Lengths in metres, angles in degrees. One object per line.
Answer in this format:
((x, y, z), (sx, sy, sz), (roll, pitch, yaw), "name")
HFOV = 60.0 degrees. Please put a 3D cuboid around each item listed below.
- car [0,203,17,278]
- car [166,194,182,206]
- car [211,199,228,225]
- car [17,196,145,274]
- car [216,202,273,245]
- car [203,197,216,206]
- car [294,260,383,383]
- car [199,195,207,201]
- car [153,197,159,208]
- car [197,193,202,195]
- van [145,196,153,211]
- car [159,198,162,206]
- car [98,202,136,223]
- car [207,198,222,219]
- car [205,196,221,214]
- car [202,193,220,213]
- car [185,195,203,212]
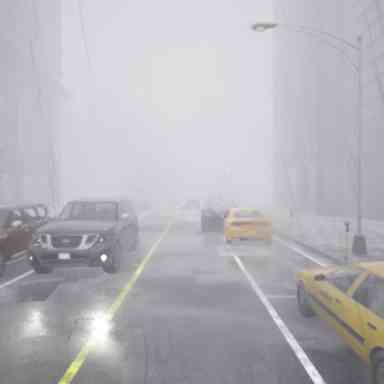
((-5.765, 1.300, 9.826), (2.192, 1.841, 5.009), (0, 0, 0), "car")
((-2.990, 1.531, 53.999), (2.033, 1.411, 5.357), (0, 0, 0), "car")
((2.763, 1.510, 26.091), (1.887, 1.381, 4.507), (0, 0, 0), "car")
((-3.099, 1.205, 10.838), (2.150, 2.045, 5.566), (0, 0, 0), "car")
((2.363, 1.455, 15.515), (1.882, 1.535, 5.008), (0, 0, 0), "car")
((2.769, 1.498, 53.216), (1.947, 1.339, 4.313), (0, 0, 0), "car")
((2.760, 1.518, 4.560), (1.752, 1.417, 4.829), (0, 0, 0), "car")
((2.775, 1.446, 85.073), (1.947, 1.339, 4.313), (0, 0, 0), "car")
((-5.759, 1.386, 42.383), (1.967, 1.590, 4.097), (0, 0, 0), "car")
((2.774, 1.455, 79.653), (1.947, 1.339, 4.313), (0, 0, 0), "car")
((-5.760, 1.294, 36.957), (1.690, 1.788, 3.998), (0, 0, 0), "van")
((-5.756, 1.513, 53.236), (1.802, 1.307, 4.206), (0, 0, 0), "car")
((-5.761, 1.509, 26.105), (1.887, 1.381, 4.507), (0, 0, 0), "car")
((2.765, 1.510, 31.515), (2.008, 1.369, 4.403), (0, 0, 0), "car")
((2.766, 1.478, 37.110), (1.752, 1.417, 4.829), (0, 0, 0), "car")
((2.766, 1.262, 42.365), (2.192, 1.841, 5.009), (0, 0, 0), "car")
((0.080, 1.445, 43.163), (1.837, 1.490, 4.892), (0, -1, 0), "car")
